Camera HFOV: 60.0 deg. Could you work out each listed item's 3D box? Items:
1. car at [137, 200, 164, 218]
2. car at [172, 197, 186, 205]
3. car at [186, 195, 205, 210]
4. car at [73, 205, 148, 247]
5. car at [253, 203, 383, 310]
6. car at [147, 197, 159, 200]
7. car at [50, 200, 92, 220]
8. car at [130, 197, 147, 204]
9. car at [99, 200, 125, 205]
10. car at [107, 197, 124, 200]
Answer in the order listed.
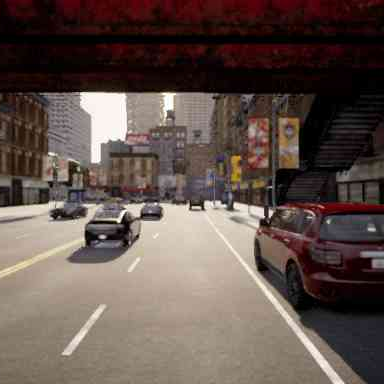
[{"bbox_3d":[-3.759,1.722,31.719,1.994,1.385,4.181,0,0,-1],"label":"car"},{"bbox_3d":[-2.627,1.695,67.295,2.097,1.767,4.553,0,0,-20],"label":"car"},{"bbox_3d":[0.652,1.462,48.121,2.150,2.045,5.566,0,0,-1],"label":"car"},{"bbox_3d":[-3.549,1.568,15.524,2.128,1.511,4.902,0,0,-1],"label":"car"},{"bbox_3d":[3.006,1.271,8.064,2.435,2.045,5.566,0,0,-1],"label":"car"},{"bbox_3d":[-9.921,1.841,80.601,2.033,1.411,5.357,0,0,-40],"label":"car"},{"bbox_3d":[-10.933,1.694,30.038,2.033,1.411,5.357,0,0,-1],"label":"car"},{"bbox_3d":[-11.856,1.843,70.854,1.837,1.490,4.892,0,0,-28],"label":"car"},{"bbox_3d":[-7.441,1.698,30.619,2.033,1.411,5.357,0,0,-1],"label":"car"},{"bbox_3d":[-15.813,1.808,70.696,1.882,1.535,5.008,0,0,-32],"label":"car"}]
